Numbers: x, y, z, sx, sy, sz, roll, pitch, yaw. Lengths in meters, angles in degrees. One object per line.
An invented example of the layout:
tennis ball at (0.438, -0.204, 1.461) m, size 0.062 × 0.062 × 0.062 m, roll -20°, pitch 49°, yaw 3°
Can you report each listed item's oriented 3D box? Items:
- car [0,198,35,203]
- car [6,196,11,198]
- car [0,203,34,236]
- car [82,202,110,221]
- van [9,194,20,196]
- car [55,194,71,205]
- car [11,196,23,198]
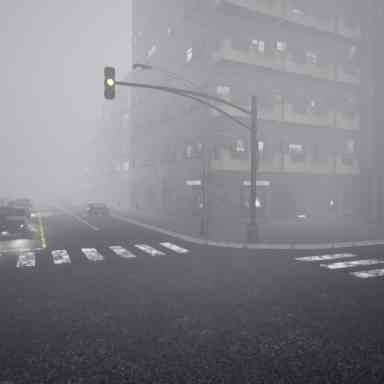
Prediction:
car at (-14.118, 1.476, 27.087) m, size 2.128 × 1.511 × 4.902 m, roll 0°, pitch 0°, yaw -25°
car at (-22.709, 1.524, 39.186) m, size 1.887 × 1.381 × 4.507 m, roll -1°, pitch 0°, yaw -25°
car at (-9.905, 1.537, 18.072) m, size 2.033 × 1.411 × 5.357 m, roll 0°, pitch 0°, yaw -25°
car at (-7.911, 1.535, 27.397) m, size 2.008 × 1.369 × 4.403 m, roll -1°, pitch 0°, yaw -25°
van at (-32.330, 1.311, 59.657) m, size 1.690 × 1.788 × 3.998 m, roll -1°, pitch 0°, yaw -25°
car at (-22.339, 1.410, 58.104) m, size 1.967 × 1.590 × 4.097 m, roll -1°, pitch 0°, yaw -25°
car at (-18.388, 1.485, 36.347) m, size 1.837 × 1.490 × 4.892 m, roll 0°, pitch 0°, yaw -25°
